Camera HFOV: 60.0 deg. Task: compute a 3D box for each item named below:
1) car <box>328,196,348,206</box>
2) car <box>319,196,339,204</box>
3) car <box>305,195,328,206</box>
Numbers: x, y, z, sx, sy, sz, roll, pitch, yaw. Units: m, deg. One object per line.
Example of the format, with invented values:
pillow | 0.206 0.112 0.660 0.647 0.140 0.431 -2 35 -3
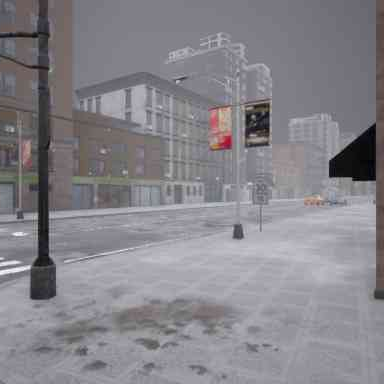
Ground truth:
car | 22.728 1.376 51.466 2.033 1.411 5.357 0 0 34
car | 24.889 1.373 60.272 2.033 1.411 5.357 0 0 37
car | 19.300 1.181 52.250 2.097 1.767 4.553 0 0 35
